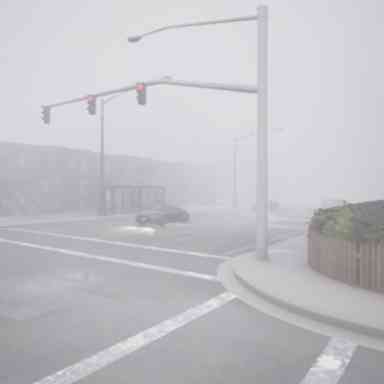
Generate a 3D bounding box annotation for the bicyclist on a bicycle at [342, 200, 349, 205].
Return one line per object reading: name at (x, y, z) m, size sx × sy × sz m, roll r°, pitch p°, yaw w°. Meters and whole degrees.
bicyclist on a bicycle at (9.181, 1.321, 19.692) m, size 1.656 × 1.620 × 0.582 m, roll 0°, pitch 0°, yaw 35°

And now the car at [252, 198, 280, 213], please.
car at (8.528, 1.516, 37.845) m, size 1.837 × 1.490 × 4.892 m, roll 0°, pitch 0°, yaw 35°

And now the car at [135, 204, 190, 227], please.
car at (-1.959, 1.551, 22.937) m, size 1.994 × 1.385 × 4.181 m, roll 0°, pitch 0°, yaw 35°

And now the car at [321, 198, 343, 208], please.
car at (19.939, 1.528, 47.020) m, size 2.128 × 1.511 × 4.902 m, roll 0°, pitch 0°, yaw 43°
